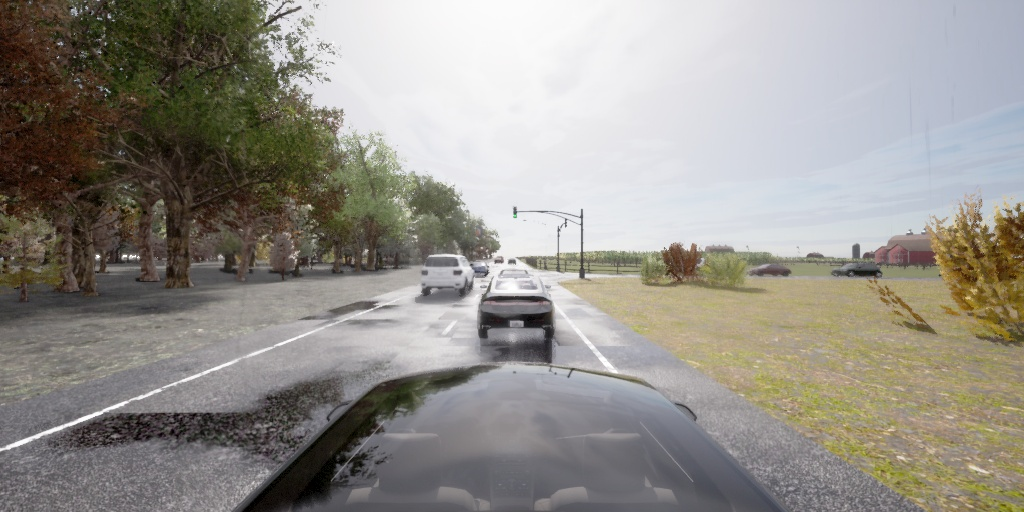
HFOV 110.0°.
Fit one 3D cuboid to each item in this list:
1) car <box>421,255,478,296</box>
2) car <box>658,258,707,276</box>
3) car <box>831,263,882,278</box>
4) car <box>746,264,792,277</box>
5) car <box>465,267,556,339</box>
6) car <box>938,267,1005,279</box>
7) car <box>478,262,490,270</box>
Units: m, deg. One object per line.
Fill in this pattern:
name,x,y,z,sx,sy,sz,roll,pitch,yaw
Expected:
car,-3.391,0.974,19.633,2.150,2.045,5.566,0,0,0
car,19.678,1.244,41.660,5.566,2.045,2.150,1,-1,0
car,39.802,1.595,41.546,4.553,1.767,2.097,1,-1,0
car,29.785,1.658,41.604,4.674,1.442,1.812,1,-1,0
car,0.106,1.244,10.110,2.128,1.511,4.902,0,0,0
car,48.608,1.825,37.899,5.357,1.411,2.033,1,-1,1
car,-3.381,1.304,37.505,2.033,1.411,5.357,0,0,0
